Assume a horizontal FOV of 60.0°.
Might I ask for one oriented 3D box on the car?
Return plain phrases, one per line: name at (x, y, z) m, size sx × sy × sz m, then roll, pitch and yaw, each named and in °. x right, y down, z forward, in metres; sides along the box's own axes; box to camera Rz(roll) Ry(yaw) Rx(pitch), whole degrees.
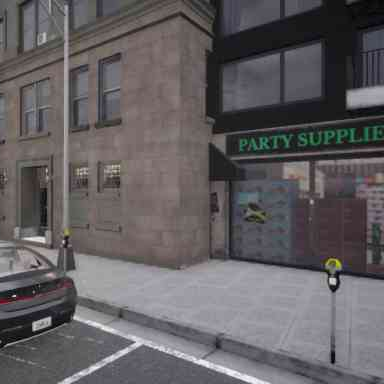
car at (-3.813, 1.551, 5.764) m, size 4.403 × 1.369 × 2.008 m, roll 0°, pitch 0°, yaw 35°
